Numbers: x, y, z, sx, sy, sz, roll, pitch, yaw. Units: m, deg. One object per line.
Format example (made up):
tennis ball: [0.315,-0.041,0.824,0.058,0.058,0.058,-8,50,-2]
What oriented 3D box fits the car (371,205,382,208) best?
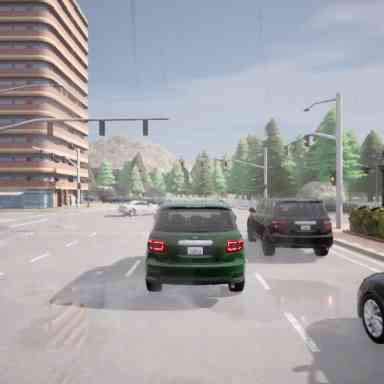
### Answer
car: [19.221,1.656,32.270,4.718,1.301,1.895,0,0,1]

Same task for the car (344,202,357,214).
car: [14.956,1.603,35.793,5.357,1.411,2.033,0,0,4]

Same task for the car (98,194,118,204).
car: [-15.527,1.601,63.701,1.895,1.301,4.718,0,0,-40]

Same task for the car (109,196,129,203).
car: [-15.128,1.553,68.731,4.181,1.385,1.994,0,0,45]

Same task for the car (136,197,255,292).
car: [0.087,1.221,9.077,2.150,2.045,5.566,0,0,0]

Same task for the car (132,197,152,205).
car: [-9.232,1.601,60.831,1.895,1.301,4.718,0,0,-31]

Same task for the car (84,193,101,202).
car: [-23.076,1.524,74.700,4.674,1.442,1.812,0,0,31]

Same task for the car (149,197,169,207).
car: [-5.307,1.547,52.079,2.033,1.411,5.357,0,0,-18]

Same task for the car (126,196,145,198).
car: [-7.922,1.352,47.258,2.097,1.767,4.553,0,0,-13]

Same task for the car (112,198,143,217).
car: [-4.945,1.562,32.248,4.674,1.442,1.812,0,1,-35]

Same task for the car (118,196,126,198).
car: [-10.514,1.505,55.673,1.837,1.490,4.892,0,0,-26]

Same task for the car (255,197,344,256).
car: [3.614,1.221,13.212,2.150,2.045,5.566,0,0,0]

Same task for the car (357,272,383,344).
car: [3.608,1.505,3.515,1.837,1.490,4.892,0,0,0]
